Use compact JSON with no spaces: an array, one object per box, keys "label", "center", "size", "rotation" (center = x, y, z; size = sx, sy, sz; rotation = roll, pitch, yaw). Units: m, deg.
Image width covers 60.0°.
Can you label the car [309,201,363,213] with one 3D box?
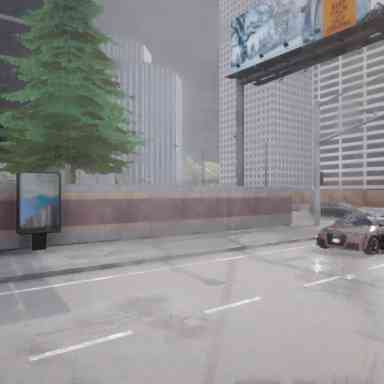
[{"label":"car","center":[12.076,1.505,27.740],"size":[1.837,1.490,4.892],"rotation":[0,0,-31]}]

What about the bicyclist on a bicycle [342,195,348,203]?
[{"label":"bicyclist on a bicycle","center":[21.291,1.301,46.319],"size":[1.656,1.620,0.582],"rotation":[0,0,-35]}]

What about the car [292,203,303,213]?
[{"label":"car","center":[10.048,1.526,37.133],"size":[1.812,1.442,4.674],"rotation":[0,0,-35]}]

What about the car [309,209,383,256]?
[{"label":"car","center":[6.813,1.564,13.169],"size":[4.181,1.385,1.994],"rotation":[0,0,-36]}]
